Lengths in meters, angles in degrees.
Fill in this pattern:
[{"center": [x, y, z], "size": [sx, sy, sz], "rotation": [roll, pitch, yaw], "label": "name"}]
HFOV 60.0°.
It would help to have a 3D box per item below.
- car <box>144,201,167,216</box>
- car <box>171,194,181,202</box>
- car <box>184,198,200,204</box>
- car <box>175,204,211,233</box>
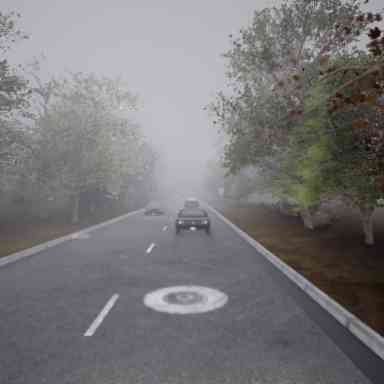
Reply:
[{"center": [-3.448, 1.561, 32.462], "size": [2.033, 1.411, 5.357], "rotation": [0, 0, 0], "label": "car"}, {"center": [-3.481, 1.254, 72.912], "size": [2.097, 1.767, 4.553], "rotation": [0, 0, 0], "label": "car"}, {"center": [-0.038, 1.484, 43.610], "size": [1.882, 1.535, 5.008], "rotation": [0, 0, 0], "label": "car"}, {"center": [0.041, 1.610, 19.485], "size": [1.895, 1.301, 4.718], "rotation": [0, 0, 0], "label": "car"}]
